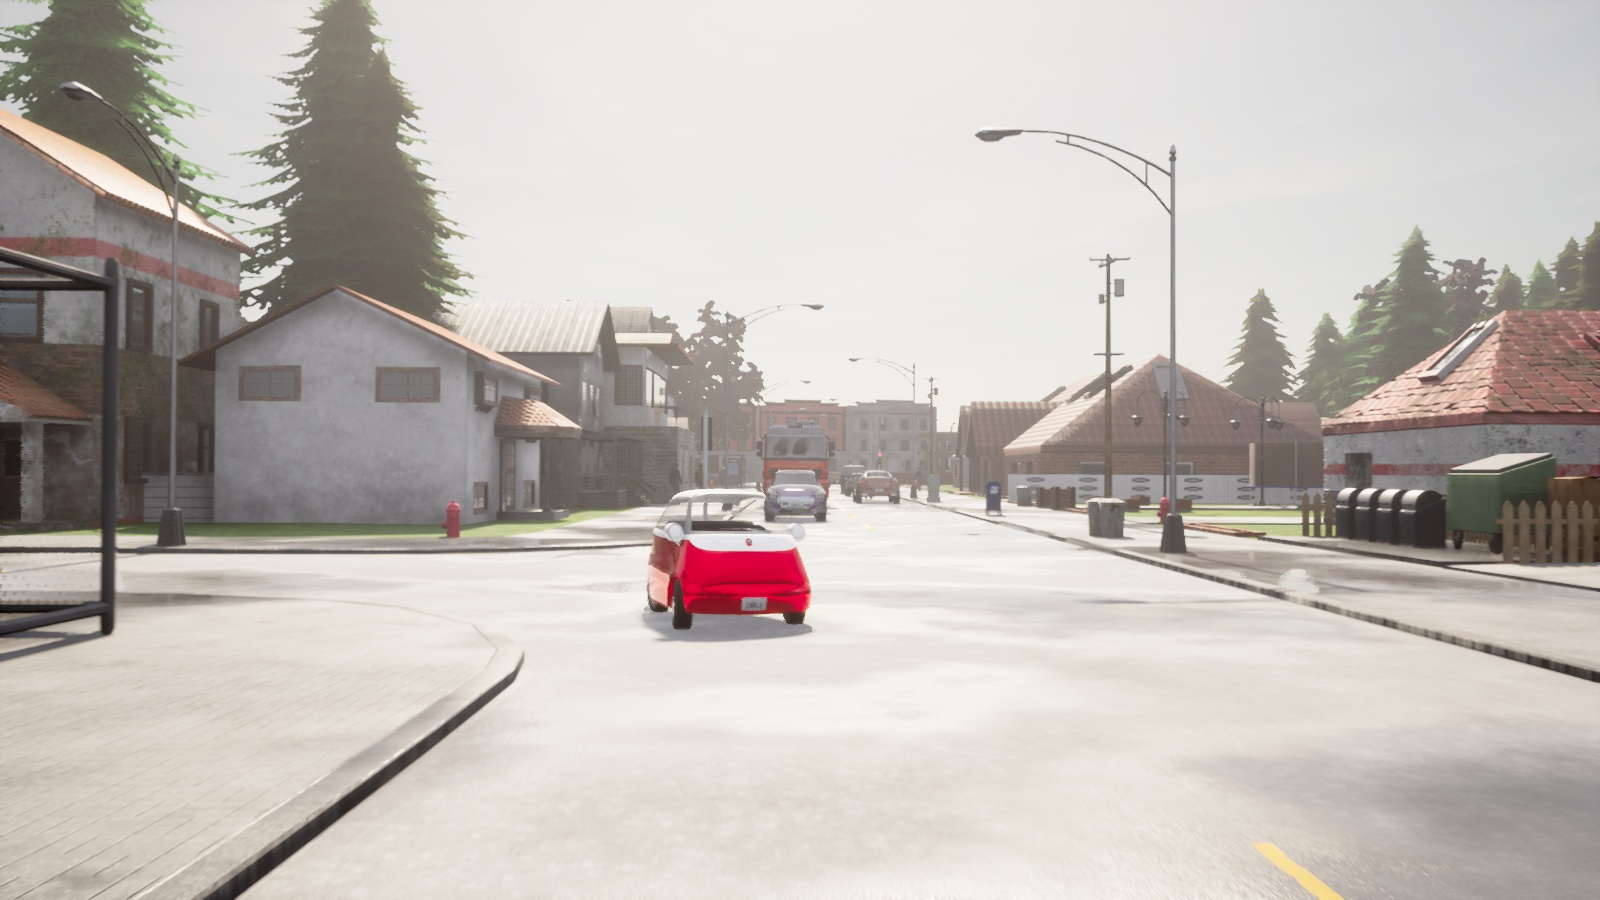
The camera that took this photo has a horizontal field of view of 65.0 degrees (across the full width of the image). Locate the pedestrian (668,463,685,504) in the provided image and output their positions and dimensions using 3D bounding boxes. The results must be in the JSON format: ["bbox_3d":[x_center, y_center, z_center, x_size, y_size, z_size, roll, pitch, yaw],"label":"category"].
[{"bbox_3d":[-5.460,1.476,55.525,0.370,1.835,0.726,-1,-1,40],"label":"pedestrian"}]

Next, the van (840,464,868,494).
[{"bbox_3d":[3.694,2.011,87.115,1.775,1.987,4.442,0,-1,0],"label":"van"}]

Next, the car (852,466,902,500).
[{"bbox_3d":[3.788,1.625,62.555,2.152,1.651,5.027,0,-1,0],"label":"car"}]

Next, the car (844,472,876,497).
[{"bbox_3d":[3.736,2.128,78.509,1.816,1.474,4.193,0,-1,0],"label":"car"}]

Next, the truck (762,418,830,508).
[{"bbox_3d":[-0.199,0.618,57.808,2.891,3.827,8.468,0,-1,0],"label":"truck"}]

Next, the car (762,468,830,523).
[{"bbox_3d":[-0.146,1.423,40.485,2.033,1.649,4.856,0,-1,-1],"label":"car"}]

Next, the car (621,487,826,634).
[{"bbox_3d":[-0.856,1.094,13.178,1.481,1.376,2.207,1,-2,-23],"label":"car"}]

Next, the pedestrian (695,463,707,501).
[{"bbox_3d":[-4.837,1.570,61.329,0.431,1.840,0.709,0,-1,12],"label":"pedestrian"}]
